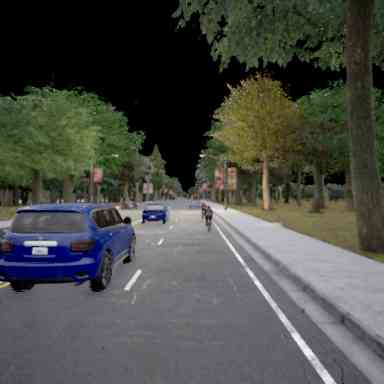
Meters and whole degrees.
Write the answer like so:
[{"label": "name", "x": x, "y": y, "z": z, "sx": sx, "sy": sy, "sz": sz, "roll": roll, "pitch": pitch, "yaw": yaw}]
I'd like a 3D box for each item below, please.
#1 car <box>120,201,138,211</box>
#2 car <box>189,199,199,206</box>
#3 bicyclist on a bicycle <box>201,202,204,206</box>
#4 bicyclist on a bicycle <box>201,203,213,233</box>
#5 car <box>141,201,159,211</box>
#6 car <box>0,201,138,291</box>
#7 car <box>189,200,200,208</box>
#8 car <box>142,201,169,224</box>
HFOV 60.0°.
[{"label": "car", "x": -9.544, "y": 2.118, "z": 50.652, "sx": 1.994, "sy": 1.385, "sz": 4.181, "roll": 0, "pitch": -1, "yaw": 0}, {"label": "car", "x": 0.430, "y": 2.372, "z": 73.963, "sx": 1.994, "sy": 1.385, "sz": 4.181, "roll": 0, "pitch": -1, "yaw": 0}, {"label": "bicyclist on a bicycle", "x": 1.073, "y": 1.769, "z": 30.454, "sx": 0.582, "sy": 1.620, "sz": 1.656, "roll": 0, "pitch": -1, "yaw": 0}, {"label": "bicyclist on a bicycle", "x": 1.013, "y": 1.661, "z": 20.036, "sx": 0.582, "sy": 1.620, "sz": 1.656, "roll": 0, "pitch": -1, "yaw": 0}, {"label": "car", "x": -6.301, "y": 2.092, "z": 50.256, "sx": 2.033, "sy": 1.411, "sz": 5.357, "roll": 0, "pitch": -1, "yaw": 0}, {"label": "car", "x": -3.089, "y": 1.327, "z": 9.487, "sx": 2.150, "sy": 2.045, "sz": 5.566, "roll": 0, "pitch": -1, "yaw": 0}, {"label": "car", "x": 0.447, "y": 2.193, "z": 59.743, "sx": 2.033, "sy": 1.411, "sz": 5.357, "roll": 0, "pitch": -1, "yaw": 0}, {"label": "car", "x": -2.984, "y": 1.774, "z": 27.970, "sx": 1.882, "sy": 1.535, "sz": 5.008, "roll": 0, "pitch": -1, "yaw": 0}]
